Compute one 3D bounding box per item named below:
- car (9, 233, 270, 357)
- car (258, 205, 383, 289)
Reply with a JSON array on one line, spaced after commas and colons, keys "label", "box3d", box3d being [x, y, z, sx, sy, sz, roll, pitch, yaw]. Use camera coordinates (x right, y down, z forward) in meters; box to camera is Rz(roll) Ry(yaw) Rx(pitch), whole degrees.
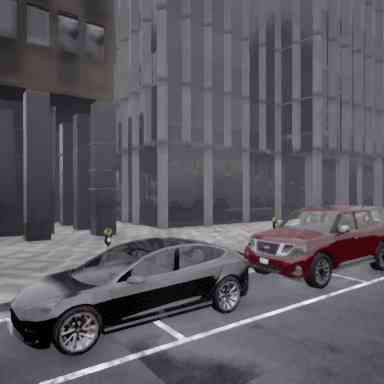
[{"label": "car", "box3d": [-0.839, 1.563, 6.053, 4.313, 1.339, 1.947, 0, 0, -35]}, {"label": "car", "box3d": [3.749, 1.312, 9.327, 5.009, 1.841, 2.192, 0, 0, -35]}]
